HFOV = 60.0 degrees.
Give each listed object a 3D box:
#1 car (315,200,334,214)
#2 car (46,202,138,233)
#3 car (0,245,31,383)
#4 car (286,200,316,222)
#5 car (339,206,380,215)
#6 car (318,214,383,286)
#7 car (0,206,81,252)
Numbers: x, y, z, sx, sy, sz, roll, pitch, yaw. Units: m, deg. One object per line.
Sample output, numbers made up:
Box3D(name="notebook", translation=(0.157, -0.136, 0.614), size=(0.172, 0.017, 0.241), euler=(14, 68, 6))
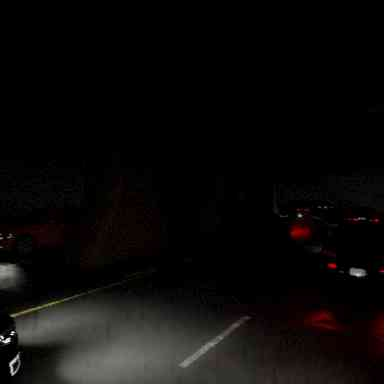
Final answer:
Box3D(name="car", translation=(13.988, 1.631, 37.004), size=(2.033, 1.411, 5.357), euler=(1, 0, 3))
Box3D(name="car", translation=(-5.628, 1.369, 19.575), size=(2.033, 1.411, 5.357), euler=(1, 0, 26))
Box3D(name="car", translation=(-3.755, 1.430, 2.154), size=(1.837, 1.490, 4.892), euler=(2, 0, 36))
Box3D(name="car", translation=(8.873, 1.541, 27.451), size=(1.837, 1.490, 4.892), euler=(1, 0, 17))
Box3D(name="car", translation=(9.718, 1.592, 19.257), size=(1.837, 1.490, 4.892), euler=(1, 1, 23))
Box3D(name="car", translation=(4.693, 1.567, 9.151), size=(1.812, 1.442, 4.674), euler=(1, 0, 29))
Box3D(name="car", translation=(-5.426, 1.331, 12.726), size=(1.882, 1.535, 5.008), euler=(1, 0, 30))
